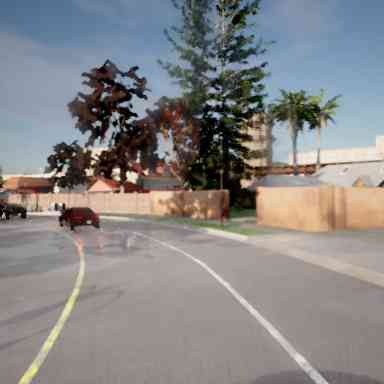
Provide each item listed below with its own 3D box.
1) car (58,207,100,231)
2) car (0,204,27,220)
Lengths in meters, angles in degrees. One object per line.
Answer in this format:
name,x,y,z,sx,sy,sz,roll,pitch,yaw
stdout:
car,-7.678,1.729,22.526,1.812,1.442,4.674,-1,0,-34
car,-18.088,1.911,32.734,4.892,1.490,1.837,-1,0,38
